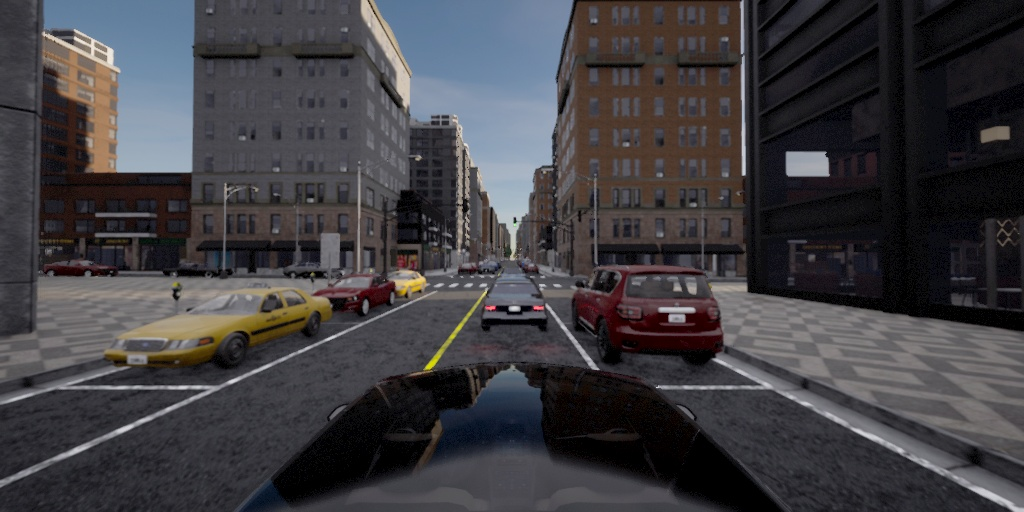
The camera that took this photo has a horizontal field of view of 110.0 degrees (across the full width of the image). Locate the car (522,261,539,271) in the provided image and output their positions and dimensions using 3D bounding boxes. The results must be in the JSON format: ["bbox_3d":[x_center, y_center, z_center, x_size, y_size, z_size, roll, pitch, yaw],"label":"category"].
[{"bbox_3d":[2.598,1.621,46.455,1.802,1.307,4.207,0,0,0],"label":"car"}]

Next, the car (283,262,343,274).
[{"bbox_3d":[-16.806,1.273,30.601,4.902,1.511,2.128,1,-1,1],"label":"car"}]

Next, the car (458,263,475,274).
[{"bbox_3d":[-5.929,1.584,46.450,1.888,1.381,4.507,0,0,0],"label":"car"}]

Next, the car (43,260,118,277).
[{"bbox_3d":[-36.798,1.079,30.701,5.008,1.535,1.882,1,-1,0],"label":"car"}]

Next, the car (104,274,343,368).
[{"bbox_3d":[-5.866,1.317,8.012,1.751,1.417,4.829,0,0,0],"label":"car"}]

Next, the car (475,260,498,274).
[{"bbox_3d":[-3.177,1.599,45.781,1.994,1.385,4.181,0,0,-1],"label":"car"}]

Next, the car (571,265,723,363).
[{"bbox_3d":[2.659,1.106,8.187,2.192,1.841,5.009,0,0,0],"label":"car"}]

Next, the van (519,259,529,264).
[{"bbox_3d":[2.570,1.491,63.475,1.690,1.789,3.998,0,0,0],"label":"van"}]

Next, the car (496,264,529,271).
[{"bbox_3d":[0.056,1.505,26.750,1.895,1.301,4.718,0,0,0],"label":"car"}]

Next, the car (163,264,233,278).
[{"bbox_3d":[-26.704,1.293,30.645,4.718,1.301,1.895,1,-1,0],"label":"car"}]

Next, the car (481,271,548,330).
[{"bbox_3d":[0.073,1.359,11.314,2.033,1.411,5.357,0,0,0],"label":"car"}]

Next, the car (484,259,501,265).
[{"bbox_3d":[-3.176,1.578,55.814,1.882,1.535,5.008,0,0,0],"label":"car"}]

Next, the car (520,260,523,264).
[{"bbox_3d":[2.579,1.695,57.802,1.802,1.307,4.207,0,0,0],"label":"car"}]

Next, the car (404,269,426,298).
[{"bbox_3d":[-5.885,1.390,19.261,1.751,1.417,4.829,0,0,0],"label":"car"}]

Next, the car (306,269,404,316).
[{"bbox_3d":[-5.876,1.373,13.807,1.888,1.381,4.507,0,0,0],"label":"car"}]

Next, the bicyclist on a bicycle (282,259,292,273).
[{"bbox_3d":[-23.068,1.129,36.871,0.582,1.620,1.656,0,-1,0],"label":"bicyclist on a bicycle"}]

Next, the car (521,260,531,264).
[{"bbox_3d":[2.588,1.658,52.128,1.802,1.307,4.207,0,0,0],"label":"car"}]
